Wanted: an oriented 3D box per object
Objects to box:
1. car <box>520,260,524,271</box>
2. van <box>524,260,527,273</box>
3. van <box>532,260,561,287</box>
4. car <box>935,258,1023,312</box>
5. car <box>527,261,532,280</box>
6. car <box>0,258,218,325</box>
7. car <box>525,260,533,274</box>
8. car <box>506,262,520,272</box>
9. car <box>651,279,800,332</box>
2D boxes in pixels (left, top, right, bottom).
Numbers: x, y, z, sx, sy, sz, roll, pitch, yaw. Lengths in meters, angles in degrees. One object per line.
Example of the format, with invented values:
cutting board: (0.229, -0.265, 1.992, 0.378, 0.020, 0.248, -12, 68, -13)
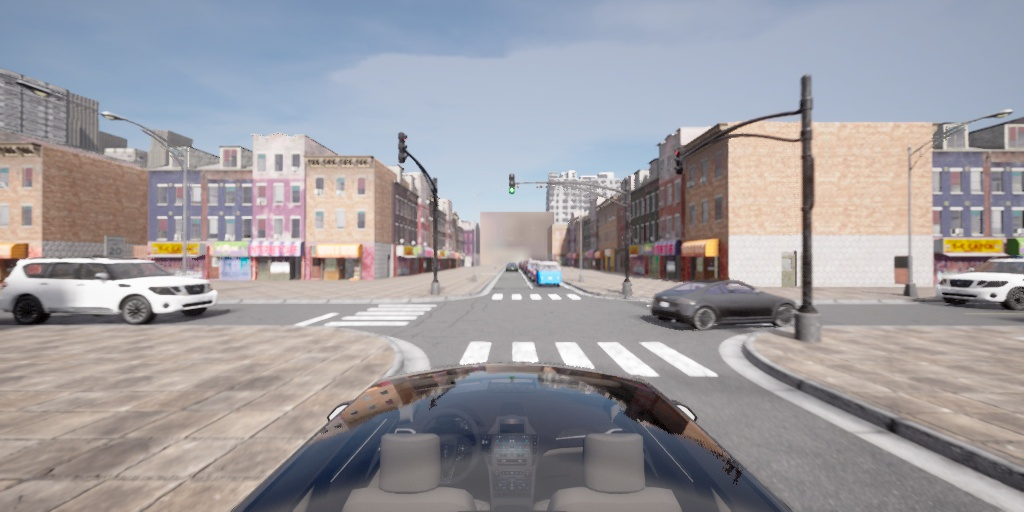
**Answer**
car: (2.643, 1.492, 48.436, 2.192, 1.841, 5.009, 0, 0, 0)
van: (2.643, 1.466, 42.965, 1.690, 1.789, 3.998, 0, 0, 0)
van: (2.641, 1.313, 26.539, 1.690, 1.789, 3.998, 0, 0, 0)
car: (20.878, 1.086, 14.563, 5.566, 2.045, 2.150, 0, 0, 0)
car: (2.642, 1.462, 32.015, 1.967, 1.591, 4.097, 0, 0, 0)
car: (-13.005, 1.080, 11.782, 5.566, 2.045, 2.150, 0, 0, 0)
car: (2.642, 1.513, 37.490, 1.967, 1.591, 4.097, 0, 0, 0)
car: (0.007, 1.820, 56.582, 1.994, 1.385, 4.181, 0, -1, 0)
car: (6.495, 1.408, 11.022, 4.181, 1.385, 1.994, 0, -1, -11)
